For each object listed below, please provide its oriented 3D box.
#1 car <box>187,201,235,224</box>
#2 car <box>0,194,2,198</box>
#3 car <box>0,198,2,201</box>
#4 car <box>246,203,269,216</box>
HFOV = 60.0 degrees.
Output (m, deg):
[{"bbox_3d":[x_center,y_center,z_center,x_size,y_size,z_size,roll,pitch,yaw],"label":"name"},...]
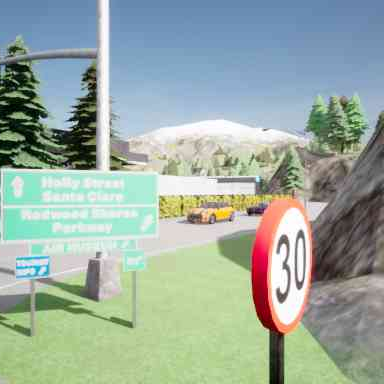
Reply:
[{"bbox_3d":[1.563,1.544,26.726,2.097,1.767,4.553,0,0,36],"label":"car"},{"bbox_3d":[-38.665,1.489,69.982,4.514,1.523,2.007,0,0,35],"label":"car"},{"bbox_3d":[-12.422,1.504,26.064,1.905,1.878,3.866,0,0,35],"label":"car"},{"bbox_3d":[7.468,1.792,34.853,1.895,1.301,4.718,0,0,36],"label":"car"}]
